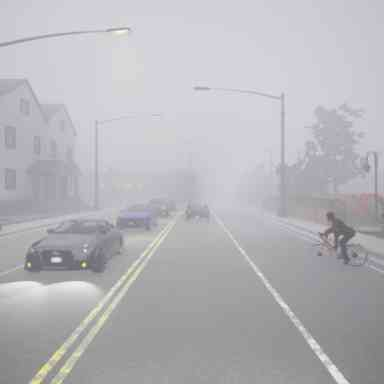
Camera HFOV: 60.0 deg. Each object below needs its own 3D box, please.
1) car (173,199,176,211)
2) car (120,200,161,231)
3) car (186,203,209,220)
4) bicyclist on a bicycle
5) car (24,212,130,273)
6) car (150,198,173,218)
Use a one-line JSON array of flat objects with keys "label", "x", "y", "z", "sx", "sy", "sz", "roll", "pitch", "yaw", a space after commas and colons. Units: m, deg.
[{"label": "car", "x": -2.944, "y": 1.472, "z": 40.089, "sx": 1.882, "sy": 1.535, "sz": 5.008, "roll": 0, "pitch": 0, "yaw": 1}, {"label": "car", "x": -3.316, "y": 1.475, "z": 20.690, "sx": 1.882, "sy": 1.535, "sz": 5.008, "roll": 0, "pitch": 0, "yaw": 1}, {"label": "car", "x": 0.493, "y": 1.597, "z": 28.292, "sx": 1.895, "sy": 1.301, "sz": 4.718, "roll": 0, "pitch": 0, "yaw": 1}, {"label": "bicyclist on a bicycle", "x": 4.344, "y": 1.434, "z": 9.976, "sx": 1.656, "sy": 1.620, "sz": 0.582, "roll": -2, "pitch": -1, "yaw": 20}, {"label": "car", "x": -3.476, "y": 1.563, "z": 10.543, "sx": 1.994, "sy": 1.385, "sz": 4.181, "roll": 0, "pitch": 0, "yaw": 0}, {"label": "car", "x": -3.154, "y": 1.348, "z": 30.266, "sx": 2.097, "sy": 1.767, "sz": 4.553, "roll": 0, "pitch": 0, "yaw": 1}]
